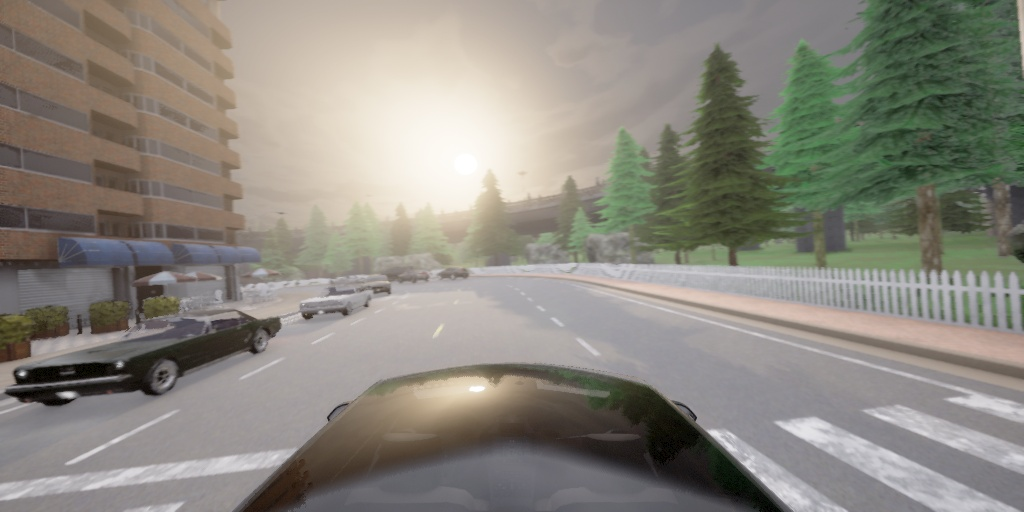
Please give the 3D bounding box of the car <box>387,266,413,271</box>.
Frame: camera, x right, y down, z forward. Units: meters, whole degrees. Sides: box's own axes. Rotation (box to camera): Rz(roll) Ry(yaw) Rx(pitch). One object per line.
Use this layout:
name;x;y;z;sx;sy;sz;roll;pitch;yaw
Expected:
car;-15.706;2.431;48.893;5.566;2.045;2.150;-4;0;26

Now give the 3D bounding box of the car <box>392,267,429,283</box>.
car;-11.431;2.329;41.256;4.902;1.511;2.128;-5;0;44

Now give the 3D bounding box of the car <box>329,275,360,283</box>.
car;-22.081;3.297;47.819;4.718;1.301;1.895;-5;0;20

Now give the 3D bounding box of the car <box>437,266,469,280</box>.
car;-6.868;1.991;41.573;1.837;1.490;4.892;-4;0;-42

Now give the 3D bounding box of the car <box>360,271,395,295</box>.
car;-10.153;2.170;26.961;1.837;1.490;4.892;-4;0;-22

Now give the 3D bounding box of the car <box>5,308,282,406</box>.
car;-7.350;1.952;7.974;1.895;1.301;4.718;-4;0;-5

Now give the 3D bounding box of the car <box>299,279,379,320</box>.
car;-8.156;2.061;17.079;1.895;1.301;4.718;-4;0;-6
